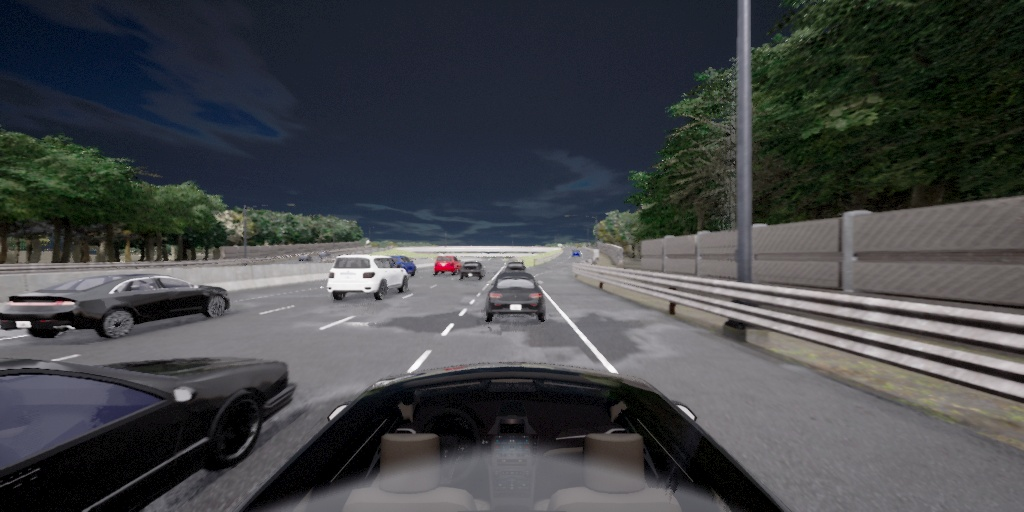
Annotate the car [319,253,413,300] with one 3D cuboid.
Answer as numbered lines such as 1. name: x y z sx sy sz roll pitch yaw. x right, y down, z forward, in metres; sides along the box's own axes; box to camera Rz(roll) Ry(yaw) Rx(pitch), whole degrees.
1. car: -6.878 0.981 17.727 2.150 2.045 5.566 0 0 0

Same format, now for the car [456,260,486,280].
1. car: -3.426 1.273 31.815 1.837 1.490 4.892 0 0 0

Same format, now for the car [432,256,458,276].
1. car: -6.805 0.994 38.287 2.150 2.045 5.566 0 0 0

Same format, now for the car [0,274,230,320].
1. car: -10.394 1.246 10.061 2.128 1.511 4.902 0 0 0

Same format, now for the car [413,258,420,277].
1. car: -10.324 0.990 32.392 2.150 2.045 5.566 0 0 0

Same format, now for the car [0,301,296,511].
1. car: -3.502 1.297 1.791 2.033 1.411 5.357 0 0 0

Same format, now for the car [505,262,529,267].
1. car: 0.379 1.272 30.525 1.837 1.490 4.892 0 0 3

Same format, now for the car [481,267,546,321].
1. car: 0.110 1.282 12.389 1.812 1.442 4.674 0 0 0
